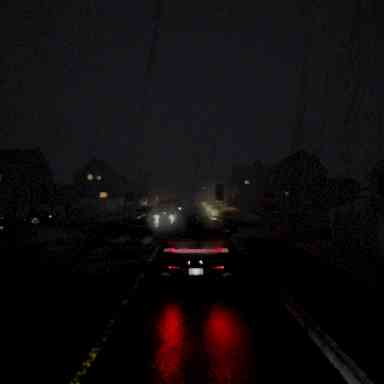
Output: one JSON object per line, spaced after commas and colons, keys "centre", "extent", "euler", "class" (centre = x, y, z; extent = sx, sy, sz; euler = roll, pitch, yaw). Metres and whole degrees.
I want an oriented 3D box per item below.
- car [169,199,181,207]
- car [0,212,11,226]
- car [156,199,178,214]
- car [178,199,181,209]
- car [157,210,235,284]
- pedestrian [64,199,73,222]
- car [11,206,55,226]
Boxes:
{"centre": [-2.824, 1.814, 56.660], "extent": [1.895, 1.301, 4.718], "euler": [0, 0, 0], "class": "car"}
{"centre": [-14.568, 1.523, 20.579], "extent": [5.357, 1.411, 2.033], "euler": [0, -3, 2], "class": "car"}
{"centre": [-2.847, 1.589, 37.013], "extent": [1.882, 1.535, 5.008], "euler": [0, 0, 0], "class": "car"}
{"centre": [-2.872, 1.686, 47.081], "extent": [1.812, 1.442, 4.674], "euler": [0, 0, 2], "class": "car"}
{"centre": [0.117, 1.509, 9.604], "extent": [2.128, 1.511, 4.902], "euler": [0, 0, 1], "class": "car"}
{"centre": [-9.817, 1.422, 26.292], "extent": [0.375, 1.860, 0.375], "euler": [0, -3, -1], "class": "pedestrian"}
{"centre": [-11.891, 1.687, 23.333], "extent": [4.181, 1.385, 1.994], "euler": [0, -3, 3], "class": "car"}
